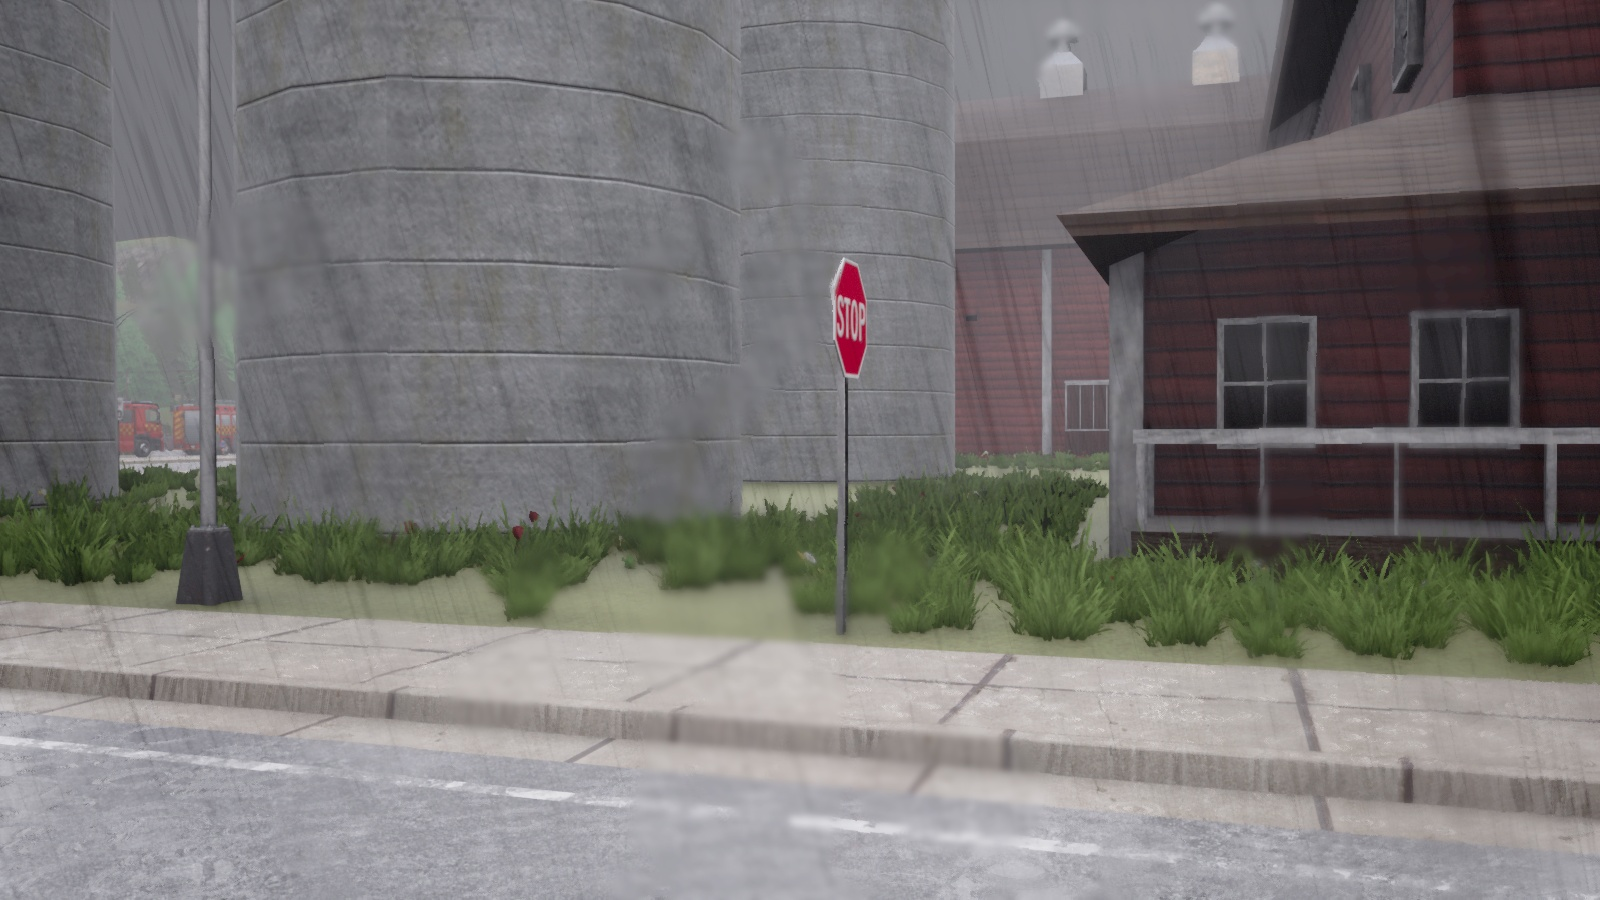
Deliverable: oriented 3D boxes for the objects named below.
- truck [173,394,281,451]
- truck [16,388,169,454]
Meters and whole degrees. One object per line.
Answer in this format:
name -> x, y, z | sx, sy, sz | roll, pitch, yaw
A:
truck -> -40.253, -1.908, 88.614 | 2.891, 3.827, 8.468 | 0, 1, 7
truck -> -43.146, -1.732, 76.966 | 2.891, 3.827, 8.468 | 1, 1, 18
